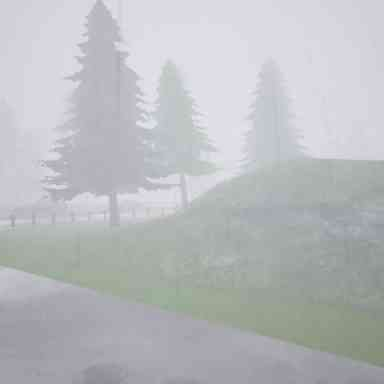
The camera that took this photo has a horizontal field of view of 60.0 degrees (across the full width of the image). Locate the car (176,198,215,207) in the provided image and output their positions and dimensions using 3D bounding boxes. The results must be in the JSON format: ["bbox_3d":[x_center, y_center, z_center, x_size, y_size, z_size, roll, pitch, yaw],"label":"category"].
[{"bbox_3d":[0.524,1.506,43.617,5.357,1.411,2.033,0,0,-35],"label":"car"}]

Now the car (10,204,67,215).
[{"bbox_3d":[-14.164,1.437,31.004,2.128,1.511,4.902,0,0,44],"label":"car"}]

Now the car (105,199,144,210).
[{"bbox_3d":[-7.533,1.515,37.337,4.181,1.385,1.994,0,0,-40],"label":"car"}]
